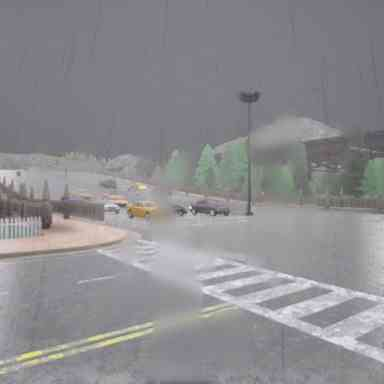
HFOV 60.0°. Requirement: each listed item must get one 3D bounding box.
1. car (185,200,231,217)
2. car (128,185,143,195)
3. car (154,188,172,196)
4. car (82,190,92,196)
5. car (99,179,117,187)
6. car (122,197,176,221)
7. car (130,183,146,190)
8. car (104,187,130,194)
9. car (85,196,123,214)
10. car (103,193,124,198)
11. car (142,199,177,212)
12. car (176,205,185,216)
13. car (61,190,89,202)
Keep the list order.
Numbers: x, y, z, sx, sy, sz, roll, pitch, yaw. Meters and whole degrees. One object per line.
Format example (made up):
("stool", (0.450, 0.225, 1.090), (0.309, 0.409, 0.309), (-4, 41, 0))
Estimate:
("car", (1.707, 1.537, 32.331), (1.837, 1.490, 4.892), (0, 0, -37))
("car", (-11.612, -0.012, 61.912), (1.895, 1.301, 4.718), (0, 7, -37))
("car", (-5.769, -0.061, 65.791), (2.128, 1.511, 4.902), (0, 7, -37))
("car", (-16.867, 0.428, 51.140), (1.882, 1.535, 5.008), (0, 6, -37))
("car", (-17.730, -1.655, 69.937), (2.150, 2.045, 5.566), (0, 7, -37))
("car", (-3.710, 1.500, 27.887), (1.882, 1.535, 5.008), (0, 0, -37))
("car", (-12.033, -1.361, 73.967), (1.882, 1.535, 5.008), (0, 7, -37))
("car", (-11.771, 0.642, 50.161), (2.097, 1.767, 4.553), (0, 4, -37))
("car", (-9.335, 1.481, 35.325), (1.812, 1.442, 4.674), (0, 1, -37))
("car", (-9.549, 1.275, 41.380), (1.882, 1.535, 5.008), (0, 2, -37))
("car", (-3.951, 1.564, 39.785), (1.895, 1.301, 4.718), (0, 1, -37))
("car", (-2.669, 1.570, 32.307), (2.033, 1.411, 5.357), (0, 0, -37))
("car", (-15.634, 0.966, 43.643), (1.882, 1.535, 5.008), (0, 4, -37))
